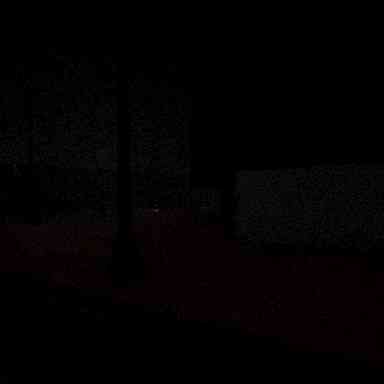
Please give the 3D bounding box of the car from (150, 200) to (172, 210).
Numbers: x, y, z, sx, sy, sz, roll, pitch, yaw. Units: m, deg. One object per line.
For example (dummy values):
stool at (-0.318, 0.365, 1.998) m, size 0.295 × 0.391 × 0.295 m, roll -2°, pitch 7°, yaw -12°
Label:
car at (-4.781, 2.061, 53.920) m, size 1.837 × 1.490 × 4.892 m, roll -2°, pitch -2°, yaw 37°

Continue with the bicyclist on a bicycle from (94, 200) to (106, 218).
bicyclist on a bicycle at (-8.519, 1.564, 30.710) m, size 1.656 × 1.620 × 0.582 m, roll -2°, pitch -1°, yaw 37°

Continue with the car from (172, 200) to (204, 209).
car at (-0.243, 1.998, 53.948) m, size 2.033 × 1.411 × 5.357 m, roll -2°, pitch -1°, yaw 37°

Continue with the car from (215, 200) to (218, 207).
car at (6.113, 1.950, 62.489) m, size 1.837 × 1.490 × 4.892 m, roll -2°, pitch -1°, yaw 37°
